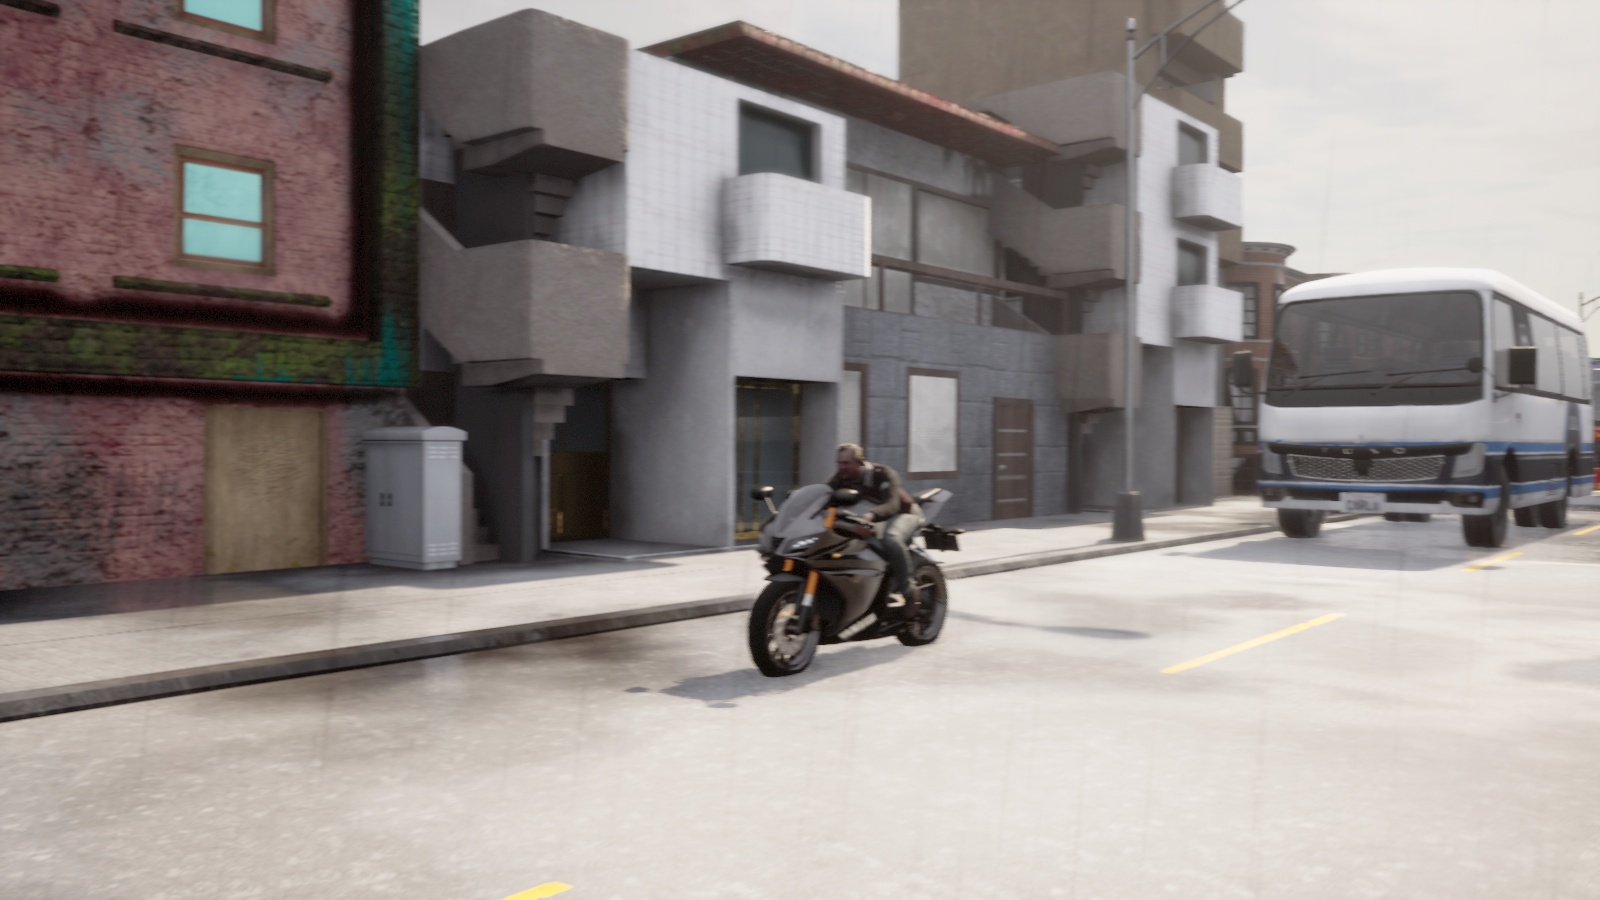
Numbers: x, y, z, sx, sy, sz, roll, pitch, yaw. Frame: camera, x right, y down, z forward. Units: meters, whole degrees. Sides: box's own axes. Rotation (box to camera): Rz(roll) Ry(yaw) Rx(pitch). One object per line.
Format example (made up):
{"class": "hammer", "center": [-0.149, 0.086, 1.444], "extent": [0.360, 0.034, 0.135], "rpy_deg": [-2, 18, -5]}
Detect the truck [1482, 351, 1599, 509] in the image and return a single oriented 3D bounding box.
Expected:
{"class": "truck", "center": [21.285, -0.498, 34.554], "extent": [2.891, 3.827, 8.468], "rpy_deg": [1, 0, 39]}

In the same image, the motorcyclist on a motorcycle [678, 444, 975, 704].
{"class": "motorcyclist on a motorcycle", "center": [0.248, 0.730, 8.549], "extent": [0.866, 1.530, 2.191], "rpy_deg": [1, 0, 38]}

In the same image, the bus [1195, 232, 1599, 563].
{"class": "bus", "center": [10.645, -0.695, 21.409], "extent": [3.944, 4.253, 10.273], "rpy_deg": [1, 0, 39]}
